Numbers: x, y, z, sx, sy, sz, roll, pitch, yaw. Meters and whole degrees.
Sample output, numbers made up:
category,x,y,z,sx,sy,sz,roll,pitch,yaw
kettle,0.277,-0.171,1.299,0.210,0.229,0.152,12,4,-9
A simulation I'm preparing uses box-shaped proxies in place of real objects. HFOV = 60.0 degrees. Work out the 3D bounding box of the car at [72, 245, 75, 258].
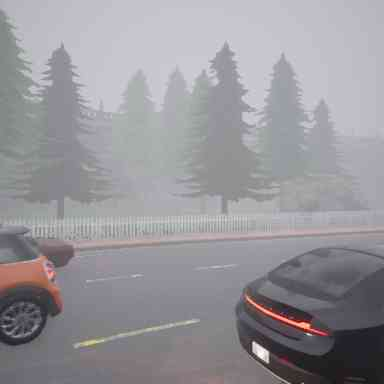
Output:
category,x,y,z,sx,sy,sz,roll,pitch,yaw
car,-5.578,1.601,8.338,4.718,1.301,1.895,0,0,-33

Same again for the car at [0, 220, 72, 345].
category,x,y,z,sx,sy,sz,roll,pitch,yaw
car,-4.402,1.352,4.843,4.553,1.767,2.097,0,0,-33

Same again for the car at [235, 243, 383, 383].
category,x,y,z,sx,sy,sz,roll,pitch,yaw
car,2.945,1.505,4.679,4.892,1.490,1.837,0,0,-25
